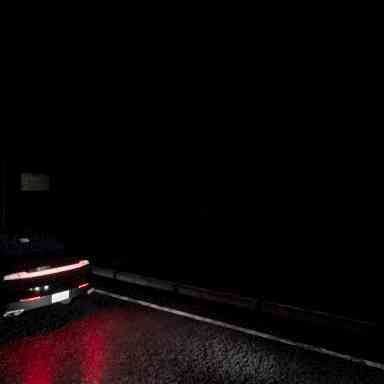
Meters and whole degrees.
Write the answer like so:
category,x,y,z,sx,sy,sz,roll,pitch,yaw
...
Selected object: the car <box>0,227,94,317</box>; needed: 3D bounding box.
category,x,y,z,sx,sy,sz,roll,pitch,yaw
car,-4.082,1.492,6.887,4.902,1.511,2.128,0,0,37
